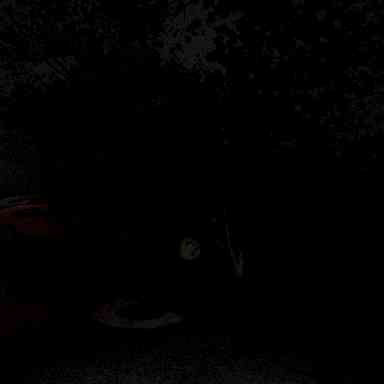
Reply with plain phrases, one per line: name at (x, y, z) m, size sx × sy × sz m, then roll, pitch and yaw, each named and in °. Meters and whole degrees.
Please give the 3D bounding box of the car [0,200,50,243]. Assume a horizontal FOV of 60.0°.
car at (-6.854, 1.323, 15.201) m, size 5.008 × 1.535 × 2.097 m, roll 1°, pitch 2°, yaw -30°

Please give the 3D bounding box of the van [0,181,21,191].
van at (-39.967, -1.255, 72.786) m, size 4.442 × 1.987 × 1.878 m, roll 1°, pitch 1°, yaw -30°

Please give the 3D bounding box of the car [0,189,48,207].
car at (-16.501, 0.569, 31.860) m, size 4.792 × 1.488 × 2.163 m, roll 1°, pitch 2°, yaw -30°

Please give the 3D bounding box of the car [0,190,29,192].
car at (-12.485, 0.872, 24.591) m, size 5.366 × 1.575 × 1.946 m, roll 1°, pitch 2°, yaw -30°

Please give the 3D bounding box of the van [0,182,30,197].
van at (-26.258, -0.368, 48.585) m, size 4.442 × 1.987 × 1.878 m, roll 1°, pitch 1°, yaw -30°

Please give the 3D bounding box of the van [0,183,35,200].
van at (-22.088, -0.099, 41.383) m, size 4.442 × 1.987 × 1.878 m, roll 1°, pitch 1°, yaw -30°

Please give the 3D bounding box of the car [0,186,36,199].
car at (-23.389, 0.036, 43.855) m, size 5.008 × 1.535 × 2.097 m, roll 1°, pitch 1°, yaw -30°

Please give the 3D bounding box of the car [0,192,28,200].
car at (-8.203, 1.086, 17.614) m, size 4.553 × 1.767 × 2.185 m, roll 1°, pitch 2°, yaw -30°

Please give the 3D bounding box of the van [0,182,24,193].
van at (-34.428, -0.900, 63.196) m, size 4.442 × 1.987 × 1.878 m, roll 1°, pitch 1°, yaw -30°

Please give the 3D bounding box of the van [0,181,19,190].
van at (-42.943, -1.436, 77.471) m, size 4.442 × 1.987 × 1.878 m, roll 1°, pitch 1°, yaw -30°

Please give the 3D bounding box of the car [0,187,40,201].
car at (-20.601, 0.252, 39.075) m, size 4.792 × 1.488 × 2.163 m, roll 1°, pitch 1°, yaw -30°

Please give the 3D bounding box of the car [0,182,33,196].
car at (-27.565, -0.481, 51.026) m, size 5.566 × 2.045 × 2.435 m, roll 1°, pitch 1°, yaw -30°

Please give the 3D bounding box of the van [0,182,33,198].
van at (-24.671, -0.276, 46.304) m, size 4.442 × 1.987 × 1.878 m, roll 1°, pitch 1°, yaw -30°

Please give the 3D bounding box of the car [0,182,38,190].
car at (-15.059, 0.402, 29.485) m, size 5.566 × 2.045 × 2.435 m, roll 1°, pitch 2°, yaw -30°

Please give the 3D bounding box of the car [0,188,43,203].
car at (-19.282, 0.348, 36.791) m, size 4.792 × 1.488 × 2.163 m, roll 1°, pitch 2°, yaw -30°

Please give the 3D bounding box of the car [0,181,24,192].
car at (-38.707, -1.194, 70.315) m, size 5.566 × 2.045 × 2.435 m, roll 1°, pitch 1°, yaw -30°
